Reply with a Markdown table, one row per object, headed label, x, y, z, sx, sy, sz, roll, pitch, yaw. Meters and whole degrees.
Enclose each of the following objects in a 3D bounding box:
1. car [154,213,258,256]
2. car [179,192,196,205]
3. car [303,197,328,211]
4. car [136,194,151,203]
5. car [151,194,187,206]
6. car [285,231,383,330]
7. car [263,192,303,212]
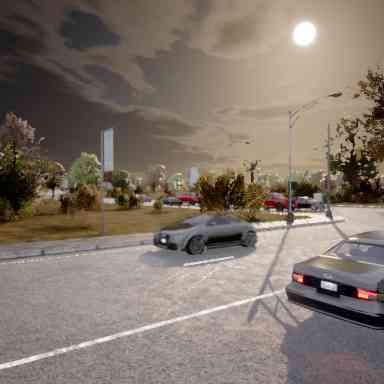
| label | x | y | z | sx | sy | sz | roll | pitch | yaw |
| --- | --- | --- | --- | --- | --- | --- | --- | --- | --- |
| car | 0.604 | 1.540 | 13.061 | 4.181 | 1.385 | 1.994 | 0 | 0 | -36 |
| car | -0.135 | 1.041 | 52.799 | 2.150 | 2.045 | 5.566 | -1 | 0 | -39 |
| car | 12.631 | 1.302 | 37.022 | 2.128 | 1.511 | 4.902 | -1 | 0 | -39 |
| car | -9.663 | 1.188 | 64.730 | 2.097 | 1.767 | 4.553 | -1 | 0 | -39 |
| car | -3.616 | 1.392 | 51.540 | 2.033 | 1.411 | 5.357 | -1 | 0 | -39 |
| car | 4.204 | 1.527 | 6.774 | 5.357 | 1.411 | 2.033 | 0 | 0 | -36 |
| car | 8.752 | 1.058 | 36.284 | 2.150 | 2.045 | 5.566 | -1 | 0 | -37 |
